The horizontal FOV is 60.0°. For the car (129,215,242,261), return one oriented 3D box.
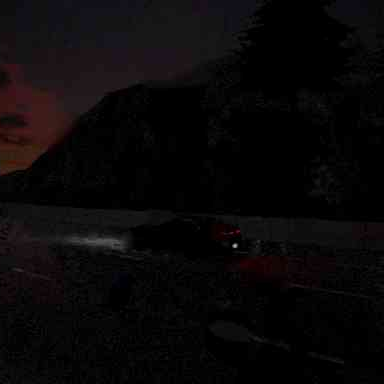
[{"bbox_3d":[-0.411,1.634,12.943,4.902,1.511,2.128,0,-1,38],"label":"car"}]
